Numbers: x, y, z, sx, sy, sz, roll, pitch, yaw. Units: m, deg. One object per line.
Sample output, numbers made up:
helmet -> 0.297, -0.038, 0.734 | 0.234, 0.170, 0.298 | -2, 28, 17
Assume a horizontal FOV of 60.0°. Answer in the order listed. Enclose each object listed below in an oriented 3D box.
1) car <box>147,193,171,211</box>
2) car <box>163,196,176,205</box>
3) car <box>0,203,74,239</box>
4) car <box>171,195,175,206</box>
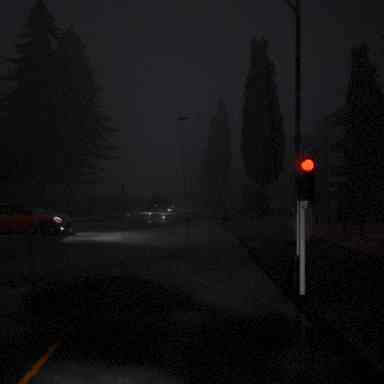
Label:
car -> -4.138, 1.221, 40.804 | 2.150, 2.045, 5.566 | 0, 0, 0
car -> -4.085, 1.547, 62.000 | 2.033, 1.411, 5.357 | 0, 0, 0
car -> -8.429, 1.352, 16.807 | 4.553, 1.767, 2.097 | 0, 0, -4
car -> -4.133, 1.220, 51.239 | 2.150, 2.045, 5.566 | 0, 0, 0
